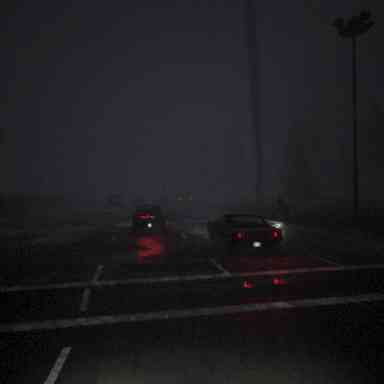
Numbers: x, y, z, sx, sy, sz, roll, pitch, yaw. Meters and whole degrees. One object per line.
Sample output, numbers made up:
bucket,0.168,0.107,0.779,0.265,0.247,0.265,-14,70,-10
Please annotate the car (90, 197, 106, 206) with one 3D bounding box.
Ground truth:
car,-16.612,1.706,58.951,2.033,1.411,5.357,-1,0,-10

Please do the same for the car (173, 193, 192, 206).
car,-1.370,1.187,53.027,2.150,2.045,5.566,-1,0,-10

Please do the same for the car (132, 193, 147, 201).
car,-8.027,1.406,50.906,2.097,1.767,4.553,-1,0,-10

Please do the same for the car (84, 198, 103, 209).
car,-14.835,1.622,49.302,1.882,1.535,5.008,-1,0,-10

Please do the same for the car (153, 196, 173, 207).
car,-4.493,1.573,50.900,1.994,1.385,4.181,-1,0,-10

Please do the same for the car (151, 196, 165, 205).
car,-6.080,1.512,59.643,2.128,1.511,4.902,-1,0,-10

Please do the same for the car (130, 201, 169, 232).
car,-2.676,1.520,20.169,1.837,1.490,4.892,-1,0,-10

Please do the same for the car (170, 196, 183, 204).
car,-2.916,1.503,61.878,1.812,1.442,4.674,-1,0,-10

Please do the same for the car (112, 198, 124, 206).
car,-12.967,1.712,58.398,1.895,1.301,4.718,-1,0,-10

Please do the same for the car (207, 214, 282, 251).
car,1.939,1.562,13.936,1.895,1.301,4.718,-1,0,-9

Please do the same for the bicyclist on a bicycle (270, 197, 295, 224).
bicyclist on a bicycle,6.059,1.353,22.337,1.656,1.620,0.582,-1,0,2

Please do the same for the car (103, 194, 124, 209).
car,-11.326,1.321,48.953,2.150,2.045,5.566,-1,0,-10
